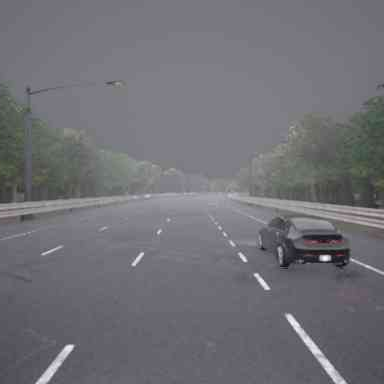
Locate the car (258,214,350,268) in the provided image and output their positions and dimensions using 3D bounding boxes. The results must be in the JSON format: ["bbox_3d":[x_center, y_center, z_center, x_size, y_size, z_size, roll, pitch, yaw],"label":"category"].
[{"bbox_3d":[3.483,1.492,11.148,1.837,1.490,4.892,0,0,0],"label":"car"}]
